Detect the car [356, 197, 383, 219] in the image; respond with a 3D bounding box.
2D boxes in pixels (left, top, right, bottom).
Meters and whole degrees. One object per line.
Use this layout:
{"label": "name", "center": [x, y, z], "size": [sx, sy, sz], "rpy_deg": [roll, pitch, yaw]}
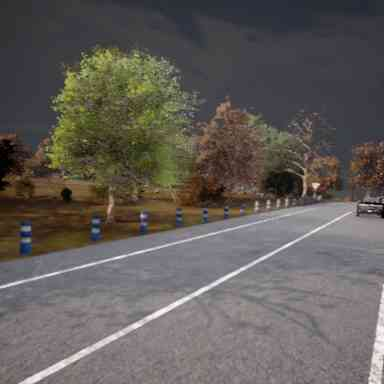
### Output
{"label": "car", "center": [13.980, 1.126, 25.803], "size": [2.128, 1.511, 4.902], "rpy_deg": [4, 3, 32]}
